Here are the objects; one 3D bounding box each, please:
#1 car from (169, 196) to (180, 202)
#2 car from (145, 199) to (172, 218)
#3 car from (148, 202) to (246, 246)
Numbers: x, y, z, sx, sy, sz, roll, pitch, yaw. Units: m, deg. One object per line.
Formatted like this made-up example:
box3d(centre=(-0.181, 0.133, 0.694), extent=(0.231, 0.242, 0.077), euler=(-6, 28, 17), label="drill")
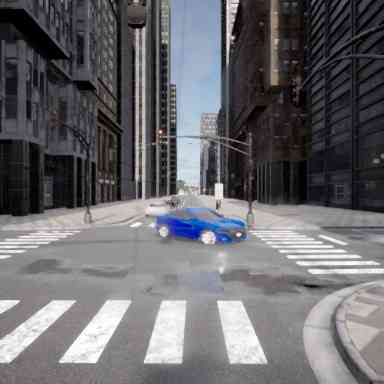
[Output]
box3d(centre=(-3.192, 1.620, 47.691), extent=(1.895, 1.301, 4.718), euler=(0, 0, 0), label="car")
box3d(centre=(-3.164, 1.610, 30.671), extent=(1.895, 1.301, 4.718), euler=(0, 0, 0), label="car")
box3d(centre=(0.270, 1.481, 15.597), extent=(1.882, 1.535, 5.008), euler=(-2, 2, -41), label="car")
